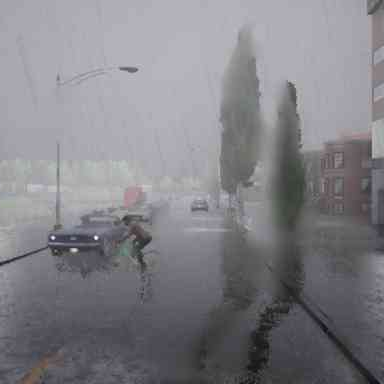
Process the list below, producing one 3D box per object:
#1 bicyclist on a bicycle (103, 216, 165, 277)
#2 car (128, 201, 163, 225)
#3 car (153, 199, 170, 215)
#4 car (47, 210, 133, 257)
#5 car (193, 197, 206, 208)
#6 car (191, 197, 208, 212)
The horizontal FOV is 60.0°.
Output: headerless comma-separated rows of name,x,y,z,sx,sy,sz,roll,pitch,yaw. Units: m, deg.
bicyclist on a bicycle,-1.542,1.451,8.807,1.656,1.620,0.582,-1,0,2
car,-3.538,1.564,23.696,1.994,1.385,4.181,0,0,2
car,-3.325,1.505,33.833,1.837,1.490,4.892,0,0,2
car,-3.841,1.601,13.146,1.895,1.301,4.718,0,0,1
car,1.118,1.526,49.454,1.812,1.442,4.674,0,0,2
car,0.918,1.563,39.483,1.994,1.385,4.181,0,0,2
